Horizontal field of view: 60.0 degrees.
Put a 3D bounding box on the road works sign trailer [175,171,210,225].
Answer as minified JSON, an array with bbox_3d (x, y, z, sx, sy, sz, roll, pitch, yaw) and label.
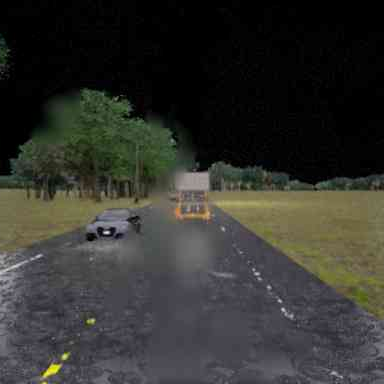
[{"bbox_3d":[0.058,0.323,23.055,2.380,3.560,2.880,0,1,0],"label":"road works sign trailer"}]

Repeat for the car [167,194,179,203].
[{"bbox_3d":[-3.184,1.062,57.772,2.033,1.411,5.357,0,1,1],"label":"car"}]

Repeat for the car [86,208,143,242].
[{"bbox_3d":[-3.566,1.484,15.843,1.994,1.385,4.181,0,0,0],"label":"car"}]
